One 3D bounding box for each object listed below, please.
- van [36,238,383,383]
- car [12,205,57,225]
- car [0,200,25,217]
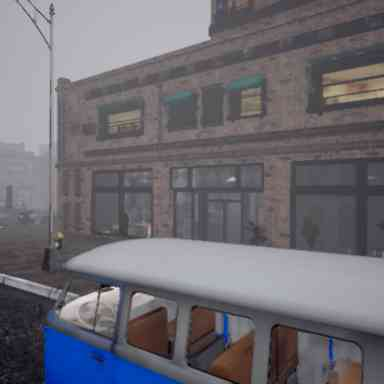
[{"bbox_3d":[0.501,1.350,2.499,3.998,1.788,1.690,-1,1,36],"label":"van"},{"bbox_3d":[-12.649,2.051,28.754,1.947,1.339,4.313,0,-1,36],"label":"car"},{"bbox_3d":[-19.409,1.749,33.707,2.192,1.841,5.009,0,-1,36],"label":"car"}]
